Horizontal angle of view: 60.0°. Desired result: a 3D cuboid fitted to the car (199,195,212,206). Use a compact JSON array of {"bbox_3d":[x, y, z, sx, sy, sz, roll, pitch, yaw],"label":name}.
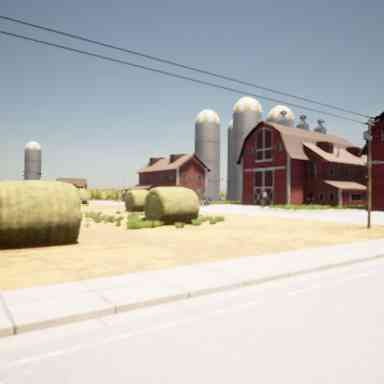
[{"bbox_3d":[1.822,1.638,61.765,3.866,1.878,1.905,-1,5,11],"label":"car"}]
